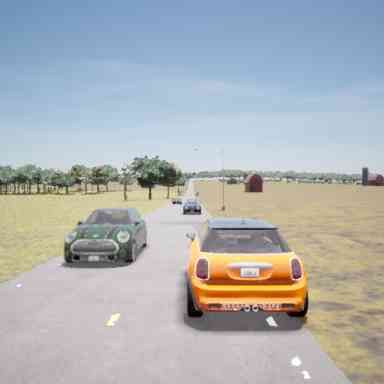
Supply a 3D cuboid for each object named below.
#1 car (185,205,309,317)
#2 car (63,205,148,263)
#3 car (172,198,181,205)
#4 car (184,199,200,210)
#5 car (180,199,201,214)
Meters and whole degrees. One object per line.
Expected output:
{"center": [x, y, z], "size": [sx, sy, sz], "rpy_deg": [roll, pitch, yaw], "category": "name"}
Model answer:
{"center": [0.954, 1.347, 7.616], "size": [2.097, 1.767, 4.553], "rpy_deg": [0, 0, 0], "category": "car"}
{"center": [-2.863, 1.347, 11.933], "size": [2.097, 1.767, 4.553], "rpy_deg": [0, 0, 0], "category": "car"}
{"center": [-2.816, 1.744, 62.756], "size": [2.033, 1.411, 5.357], "rpy_deg": [0, 0, 0], "category": "car"}
{"center": [-0.033, 1.650, 45.484], "size": [2.033, 1.411, 5.357], "rpy_deg": [0, 0, 0], "category": "car"}
{"center": [0.034, 1.654, 35.522], "size": [1.895, 1.301, 4.718], "rpy_deg": [0, 0, 0], "category": "car"}
